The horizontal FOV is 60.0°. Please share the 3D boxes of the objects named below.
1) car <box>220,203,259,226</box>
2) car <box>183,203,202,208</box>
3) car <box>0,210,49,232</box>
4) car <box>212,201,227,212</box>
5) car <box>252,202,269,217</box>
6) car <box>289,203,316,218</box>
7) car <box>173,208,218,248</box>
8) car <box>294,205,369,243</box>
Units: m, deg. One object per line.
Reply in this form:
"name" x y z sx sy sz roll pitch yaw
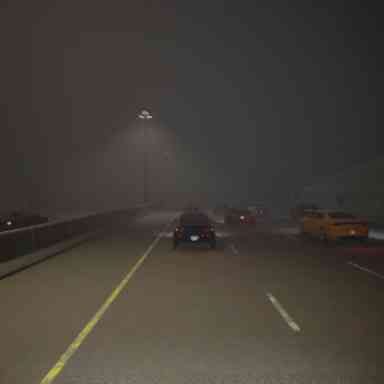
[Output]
"car" 3.591 1.810 25.793 1.994 1.385 4.181 0 -1 0
"car" 0.087 1.876 34.565 2.033 1.411 5.357 0 -1 0
"car" -10.560 1.791 20.103 1.895 1.301 4.718 0 -1 0
"car" 3.585 1.891 41.918 2.128 1.511 4.902 0 -1 0
"car" 7.087 1.873 36.360 1.812 1.442 4.674 0 -1 0
"car" 10.589 1.803 31.152 1.837 1.490 4.892 0 -1 0
"car" 0.094 1.674 15.525 1.812 1.442 4.674 0 -1 0
"car" 7.092 1.642 17.143 1.882 1.535 5.008 0 -1 0
